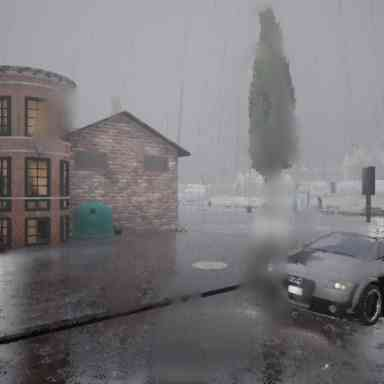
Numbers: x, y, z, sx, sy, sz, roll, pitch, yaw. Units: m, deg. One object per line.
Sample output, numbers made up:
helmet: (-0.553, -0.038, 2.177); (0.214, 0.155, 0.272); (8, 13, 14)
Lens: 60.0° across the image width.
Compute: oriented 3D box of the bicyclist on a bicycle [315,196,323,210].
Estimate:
bicyclist on a bicycle: (15.376, 1.349, 40.196); (1.656, 1.620, 0.582); (0, 0, -36)

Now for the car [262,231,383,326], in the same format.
car: (3.458, 1.564, 7.082); (4.181, 1.385, 1.994); (0, 0, -36)
